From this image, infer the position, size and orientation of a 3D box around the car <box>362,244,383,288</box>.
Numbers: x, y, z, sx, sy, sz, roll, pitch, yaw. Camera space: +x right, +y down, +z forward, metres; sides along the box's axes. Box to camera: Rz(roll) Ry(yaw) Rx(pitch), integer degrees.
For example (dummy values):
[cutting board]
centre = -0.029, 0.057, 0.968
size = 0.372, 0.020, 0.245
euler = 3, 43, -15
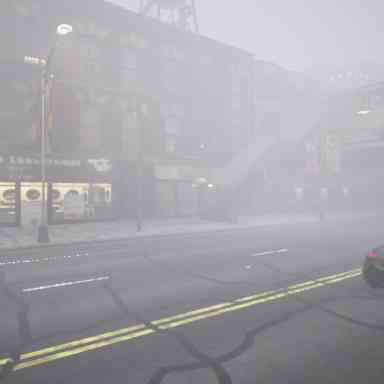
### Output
[car]
centre = 5.930, 1.573, 7.954
size = 4.181, 1.385, 1.994
euler = 1, 1, -36
